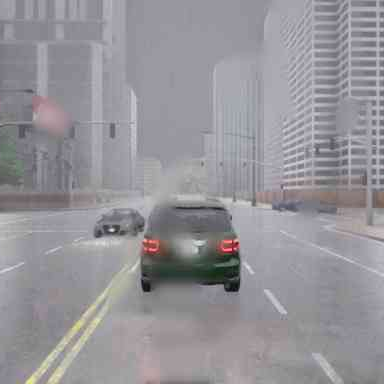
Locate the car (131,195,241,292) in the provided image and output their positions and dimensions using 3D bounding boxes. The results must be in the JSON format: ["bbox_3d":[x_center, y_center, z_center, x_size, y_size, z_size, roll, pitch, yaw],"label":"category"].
[{"bbox_3d":[-0.027,1.221,9.056,2.150,2.045,5.566,0,0,0],"label":"car"}]

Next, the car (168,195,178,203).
[{"bbox_3d":[-4.159,1.478,73.091,1.882,1.535,5.008,0,0,-1],"label":"car"}]

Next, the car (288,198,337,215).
[{"bbox_3d":[12.361,1.564,33.623,4.181,1.385,1.994,0,0,-4],"label":"car"}]

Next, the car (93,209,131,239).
[{"bbox_3d":[-3.671,1.564,17.269,1.994,1.385,4.181,0,0,1],"label":"car"}]

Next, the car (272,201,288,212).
[{"bbox_3d":[11.569,1.477,37.321,5.008,1.535,1.882,0,0,-1],"label":"car"}]

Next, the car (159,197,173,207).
[{"bbox_3d":[-4.054,1.505,52.414,1.837,1.490,4.892,0,0,0],"label":"car"}]

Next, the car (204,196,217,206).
[{"bbox_3d":[3.068,1.505,55.887,1.837,1.490,4.892,0,0,0],"label":"car"}]

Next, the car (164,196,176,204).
[{"bbox_3d":[-4.120,1.525,62.634,1.812,1.442,4.674,0,0,0],"label":"car"}]
